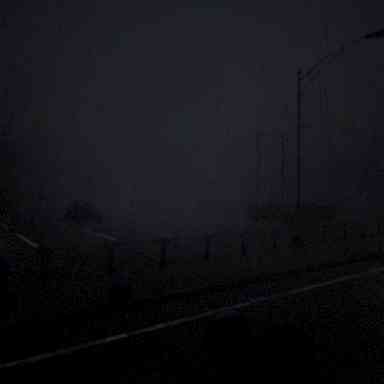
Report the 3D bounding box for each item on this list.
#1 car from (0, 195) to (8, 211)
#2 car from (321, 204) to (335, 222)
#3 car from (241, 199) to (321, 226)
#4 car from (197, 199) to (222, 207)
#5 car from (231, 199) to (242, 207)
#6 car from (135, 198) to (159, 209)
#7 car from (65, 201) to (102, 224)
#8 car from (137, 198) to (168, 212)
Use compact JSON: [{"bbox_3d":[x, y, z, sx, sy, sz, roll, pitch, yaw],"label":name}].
[{"bbox_3d":[-21.512,1.130,36.517,1.932,1.855,4.605,1,0,-36],"label":"car"},{"bbox_3d":[8.884,1.550,26.193,2.007,1.523,4.514,1,0,-36],"label":"car"},{"bbox_3d":[6.373,1.511,24.313,2.152,1.636,5.027,1,0,-36],"label":"car"},{"bbox_3d":[3.042,1.939,58.027,1.895,1.301,4.718,1,0,-36],"label":"car"},{"bbox_3d":[8.688,1.851,56.275,1.882,1.535,5.008,1,0,-36],"label":"car"},{"bbox_3d":[-6.372,1.582,47.288,1.845,1.501,3.633,1,0,-36],"label":"car"},{"bbox_3d":[-7.723,1.388,23.595,1.845,1.501,3.633,1,0,-36],"label":"car"},{"bbox_3d":[-4.441,1.565,39.528,1.970,1.475,3.806,1,0,-36],"label":"car"}]
